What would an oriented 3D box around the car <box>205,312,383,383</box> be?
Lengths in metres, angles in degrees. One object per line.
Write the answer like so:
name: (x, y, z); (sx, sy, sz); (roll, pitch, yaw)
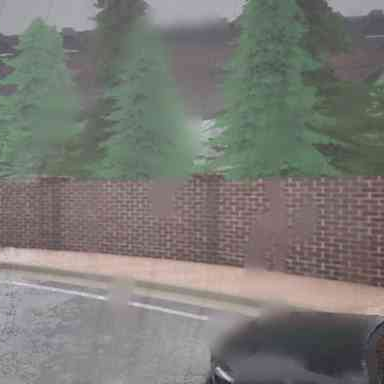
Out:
car: (2.258, 1.492, 2.112); (4.674, 1.442, 1.812); (0, 0, 36)
